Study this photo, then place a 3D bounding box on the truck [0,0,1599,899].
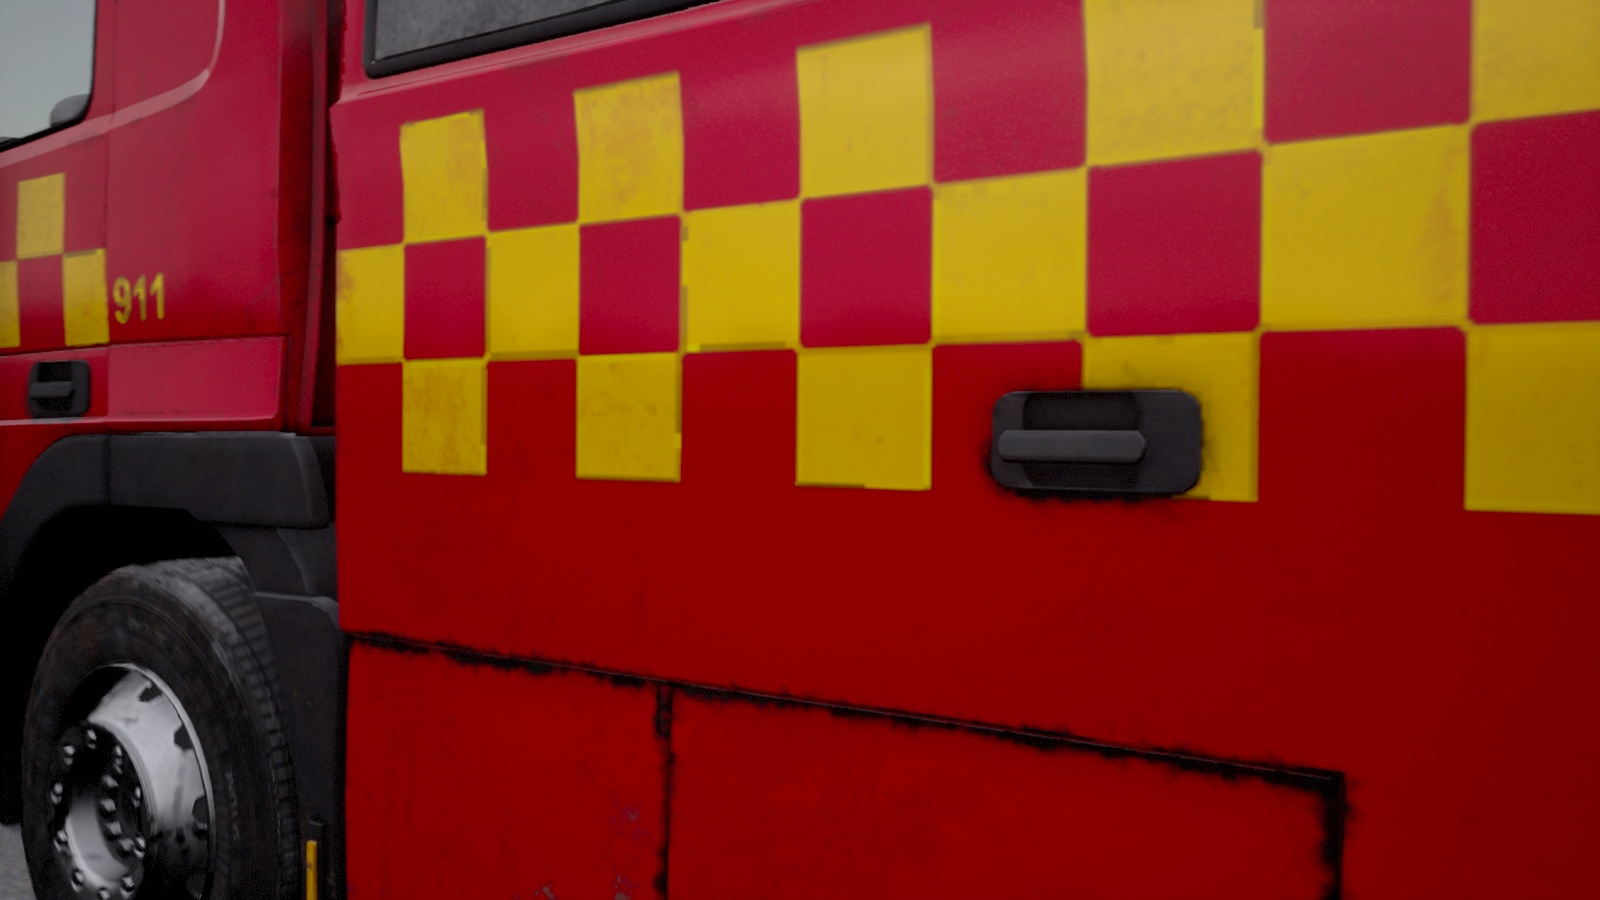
[{"bbox_3d":[1.117,-0.495,2.797,8.468,3.827,2.891,0,1,33],"label":"truck"}]
